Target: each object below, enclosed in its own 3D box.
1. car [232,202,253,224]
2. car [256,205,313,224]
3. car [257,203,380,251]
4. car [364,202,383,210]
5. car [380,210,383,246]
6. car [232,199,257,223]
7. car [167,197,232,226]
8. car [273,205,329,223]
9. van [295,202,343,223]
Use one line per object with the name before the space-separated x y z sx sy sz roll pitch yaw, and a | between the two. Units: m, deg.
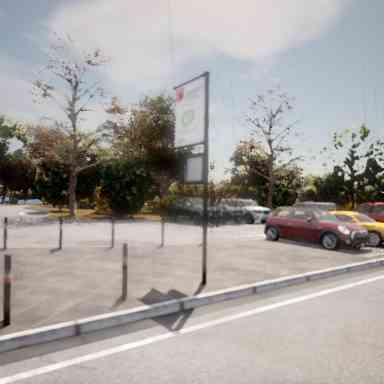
car | 2.287 1.815 27.911 2.231 1.521 4.892 2 -1 -36
car | 9.067 2.139 33.045 1.946 1.575 5.366 3 -2 -36
car | 5.571 1.529 15.177 2.185 1.767 4.553 2 -1 -36
car | 10.389 1.603 18.677 2.435 2.045 5.566 3 -2 -36
car | 8.037 1.756 16.938 2.097 1.535 5.008 2 -1 -36
car | 4.565 1.660 29.539 2.435 2.045 5.566 2 -1 -36
car | 0.149 1.473 26.329 2.435 2.045 5.566 2 -1 -36
car | 11.225 2.256 34.599 1.946 1.575 5.366 3 -2 -36
van | 13.675 2.163 35.990 1.878 1.987 4.442 3 -2 -36
